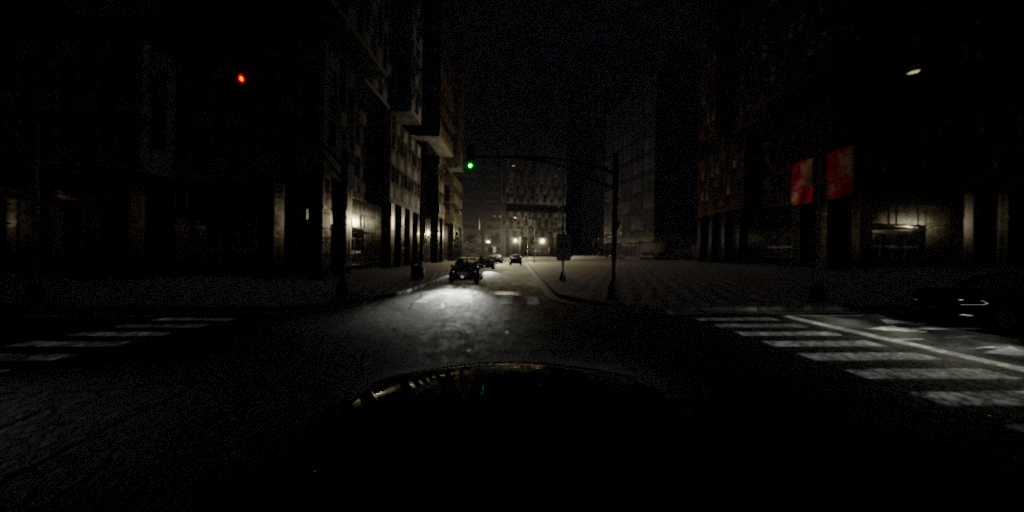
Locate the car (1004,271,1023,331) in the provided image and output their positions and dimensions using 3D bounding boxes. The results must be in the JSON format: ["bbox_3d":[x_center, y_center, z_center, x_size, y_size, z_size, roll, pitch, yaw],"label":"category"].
[{"bbox_3d":[13.314,1.065,6.965,4.553,1.767,2.097,0,0,0],"label":"car"}]

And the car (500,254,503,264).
[{"bbox_3d":[-2.413,0.425,57.528,2.128,1.511,4.902,1,1,1],"label":"car"}]

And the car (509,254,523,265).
[{"bbox_3d":[0.517,0.599,51.662,2.033,1.411,5.357,1,1,1],"label":"car"}]

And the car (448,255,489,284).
[{"bbox_3d":[-2.919,0.913,23.529,2.128,1.511,4.902,1,1,0],"label":"car"}]

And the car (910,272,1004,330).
[{"bbox_3d":[14.496,1.173,10.224,5.008,1.535,1.882,0,0,1],"label":"car"}]

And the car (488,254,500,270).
[{"bbox_3d":[-2.733,0.688,37.994,2.128,1.511,4.902,1,1,1],"label":"car"}]
